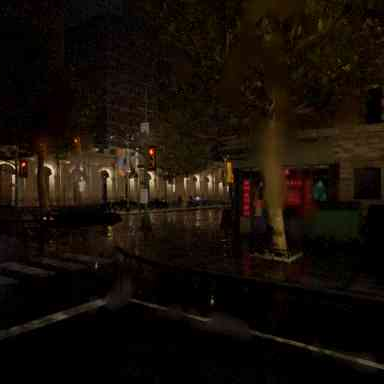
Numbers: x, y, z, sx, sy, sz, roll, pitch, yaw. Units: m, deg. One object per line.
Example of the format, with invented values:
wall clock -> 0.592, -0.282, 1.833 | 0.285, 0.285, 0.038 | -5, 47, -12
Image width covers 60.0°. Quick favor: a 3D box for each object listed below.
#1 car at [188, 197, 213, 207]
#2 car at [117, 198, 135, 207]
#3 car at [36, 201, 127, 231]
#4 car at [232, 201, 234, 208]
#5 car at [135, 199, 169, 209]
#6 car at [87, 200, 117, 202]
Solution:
car -> 1.318, 1.547, 52.545 | 2.033, 1.411, 5.357 | 0, 0, 36
car -> -10.235, 1.595, 47.907 | 1.895, 1.301, 4.718 | 0, 0, 36
car -> -6.892, 1.547, 20.865 | 2.033, 1.411, 5.357 | 0, 0, 35
car -> 7.405, 1.505, 46.986 | 1.837, 1.490, 4.892 | 0, 0, 36
car -> -4.934, 1.564, 43.901 | 1.994, 1.385, 4.181 | 0, 0, 35
car -> -10.694, 1.564, 35.895 | 1.994, 1.385, 4.181 | 0, 0, 36
